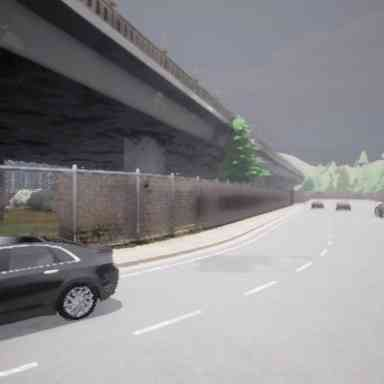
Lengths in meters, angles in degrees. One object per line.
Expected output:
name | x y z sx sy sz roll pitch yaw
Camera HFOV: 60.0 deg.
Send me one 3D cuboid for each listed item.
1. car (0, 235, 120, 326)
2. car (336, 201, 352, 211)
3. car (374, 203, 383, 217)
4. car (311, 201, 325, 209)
car | -3.684 1.589 5.810 4.892 1.490 1.837 0 0 -40
car | 20.913 1.948 45.906 1.895 1.301 4.718 -1 -1 23
car | 19.952 1.780 34.023 2.033 1.411 5.357 -1 -1 23
car | 19.657 2.016 51.918 1.895 1.301 4.718 -1 -1 23
